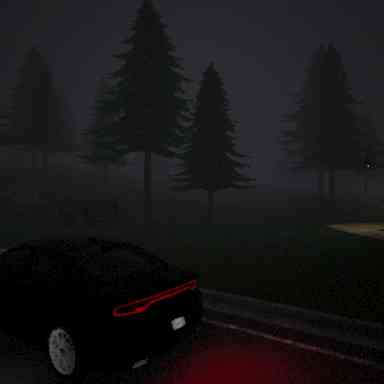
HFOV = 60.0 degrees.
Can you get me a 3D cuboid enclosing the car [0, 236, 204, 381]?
[{"bbox_3d":[-2.174,1.478,5.544,5.008,1.535,1.882,0,0,35],"label":"car"}]
